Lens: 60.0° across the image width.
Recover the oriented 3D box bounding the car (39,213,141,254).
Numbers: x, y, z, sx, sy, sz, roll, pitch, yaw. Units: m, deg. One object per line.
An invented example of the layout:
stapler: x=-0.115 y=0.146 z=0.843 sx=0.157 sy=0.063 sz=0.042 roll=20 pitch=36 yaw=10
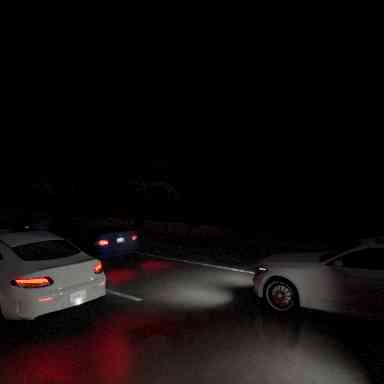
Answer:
car: x=-4.149 y=1.431 z=11.310 sx=5.357 sy=1.411 sz=2.033 roll=1 pitch=1 yaw=36

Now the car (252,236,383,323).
car: x=3.375 y=1.525 z=5.885 sx=4.674 sy=1.442 sz=1.812 roll=0 pitch=0 yaw=36

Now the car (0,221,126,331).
car: x=-3.677 y=1.455 z=6.651 sx=4.674 sy=1.442 sz=1.812 roll=1 pitch=1 yaw=36
